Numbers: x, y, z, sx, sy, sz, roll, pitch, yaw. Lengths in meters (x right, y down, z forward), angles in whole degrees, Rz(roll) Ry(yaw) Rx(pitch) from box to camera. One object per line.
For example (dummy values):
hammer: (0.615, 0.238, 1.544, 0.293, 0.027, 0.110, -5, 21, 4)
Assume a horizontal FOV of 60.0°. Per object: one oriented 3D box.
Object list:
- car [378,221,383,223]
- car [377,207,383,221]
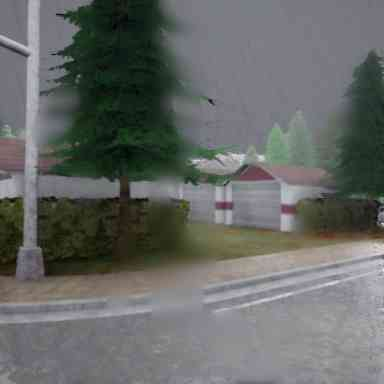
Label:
car: (7.143, 1.643, 9.128, 4.902, 1.511, 2.128, 1, -1, -37)
car: (16.311, 1.941, 27.149, 1.812, 1.442, 4.674, 1, -1, -29)
